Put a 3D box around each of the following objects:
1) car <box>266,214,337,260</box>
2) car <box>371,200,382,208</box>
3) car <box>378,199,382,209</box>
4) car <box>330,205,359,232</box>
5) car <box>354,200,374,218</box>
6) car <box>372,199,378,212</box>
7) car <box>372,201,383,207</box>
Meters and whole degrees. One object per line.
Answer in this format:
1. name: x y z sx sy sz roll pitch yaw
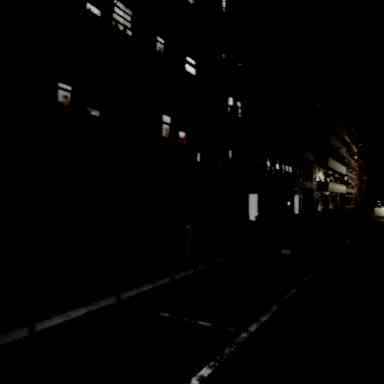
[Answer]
1. car: 4.447 1.770 13.581 1.947 1.339 4.313 0 -1 31
2. car: 39.607 2.561 71.356 1.967 1.590 4.097 0 -1 31
3. car: 36.679 2.360 66.544 2.192 1.841 5.009 0 -1 31
4. car: 10.219 1.882 23.066 1.752 1.417 4.829 0 -1 31
5. car: 19.098 2.029 37.656 1.967 1.590 4.097 0 -1 31
6. car: 22.029 1.981 42.472 2.192 1.841 5.009 0 -1 31
7. car: 42.537 2.741 76.170 1.887 1.381 4.507 0 -1 31
